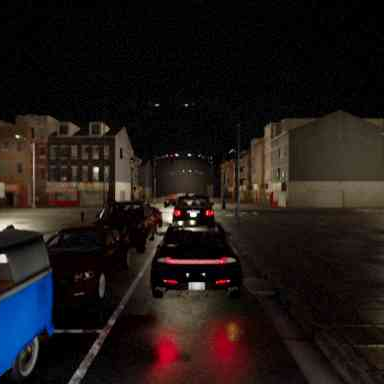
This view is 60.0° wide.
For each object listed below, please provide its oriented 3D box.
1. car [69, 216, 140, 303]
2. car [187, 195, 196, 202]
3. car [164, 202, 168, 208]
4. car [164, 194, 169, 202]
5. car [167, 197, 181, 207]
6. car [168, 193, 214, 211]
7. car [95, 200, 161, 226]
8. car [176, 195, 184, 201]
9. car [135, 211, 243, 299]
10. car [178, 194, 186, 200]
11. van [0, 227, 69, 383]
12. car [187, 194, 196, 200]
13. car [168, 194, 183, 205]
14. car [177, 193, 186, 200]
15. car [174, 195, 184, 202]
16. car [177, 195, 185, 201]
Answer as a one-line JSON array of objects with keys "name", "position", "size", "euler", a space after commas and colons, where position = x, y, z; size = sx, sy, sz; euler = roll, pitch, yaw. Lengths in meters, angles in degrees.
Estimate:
[{"name": "car", "position": [-2.655, 1.524, 8.203], "size": [1.887, 1.381, 4.507], "euler": [0, 0, 0]}, {"name": "car", "position": [-0.117, 1.461, 76.228], "size": [1.895, 1.301, 4.718], "euler": [0, 0, 0]}, {"name": "car", "position": [-2.672, 1.499, 19.071], "size": [1.887, 1.381, 4.507], "euler": [0, 0, 0]}, {"name": "car", "position": [-2.714, 1.221, 45.480], "size": [2.192, 1.841, 5.009], "euler": [0, 0, 0]}, {"name": "car", "position": [-2.721, 1.464, 50.907], "size": [1.947, 1.339, 4.313], "euler": [0, 0, 0]}, {"name": "car", "position": [0.072, 1.177, 18.592], "size": [2.150, 2.045, 5.566], "euler": [0, 0, 0]}, {"name": "car", "position": [-2.665, 1.281, 13.636], "size": [2.192, 1.841, 5.009], "euler": [0, 0, 0]}, {"name": "car", "position": [-2.763, 1.398, 77.872], "size": [1.752, 1.417, 4.829], "euler": [0, 0, 0]}, {"name": "car", "position": [0.086, 1.470, 8.399], "size": [2.128, 1.511, 4.902], "euler": [0, 0, 0]}, {"name": "car", "position": [-2.789, 1.305, 94.322], "size": [1.967, 1.590, 4.097], "euler": [0, 0, 0]}, {"name": "van", "position": [-2.648, 1.334, 2.768], "size": [1.690, 1.788, 3.998], "euler": [0, 0, 0]}, {"name": "car", "position": [-0.132, 1.225, 86.200], "size": [2.128, 1.511, 4.902], "euler": [0, 0, 0]}, {"name": "car", "position": [-2.731, 1.206, 56.334], "size": [2.192, 1.841, 5.009], "euler": [0, 0, 0]}, {"name": "car", "position": [-2.782, 1.181, 88.895], "size": [2.192, 1.841, 5.009], "euler": [0, 0, 0]}, {"name": "car", "position": [-2.755, 1.427, 72.614], "size": [2.008, 1.369, 4.403], "euler": [0, 0, 0]}, {"name": "car", "position": [-2.771, 1.435, 83.469], "size": [1.947, 1.339, 4.313], "euler": [0, 0, 0]}]
